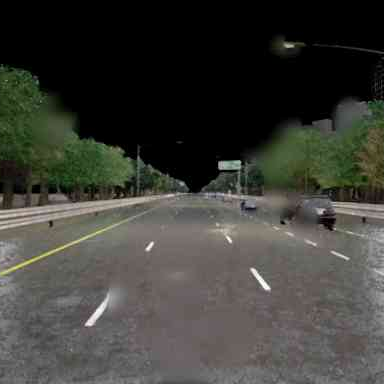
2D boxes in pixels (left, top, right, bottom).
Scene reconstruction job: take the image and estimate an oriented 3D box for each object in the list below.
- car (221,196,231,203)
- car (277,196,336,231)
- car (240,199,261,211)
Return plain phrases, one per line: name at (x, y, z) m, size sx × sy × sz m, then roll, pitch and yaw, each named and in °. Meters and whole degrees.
car at (7.292, 1.591, 71.202) m, size 2.033 × 1.411 × 5.357 m, roll 0°, pitch 0°, yaw 0°
car at (7.028, 1.235, 20.941) m, size 2.150 × 2.045 × 5.566 m, roll 0°, pitch 0°, yaw 0°
car at (7.101, 1.597, 40.723) m, size 1.994 × 1.385 × 4.181 m, roll 0°, pitch 0°, yaw 0°
